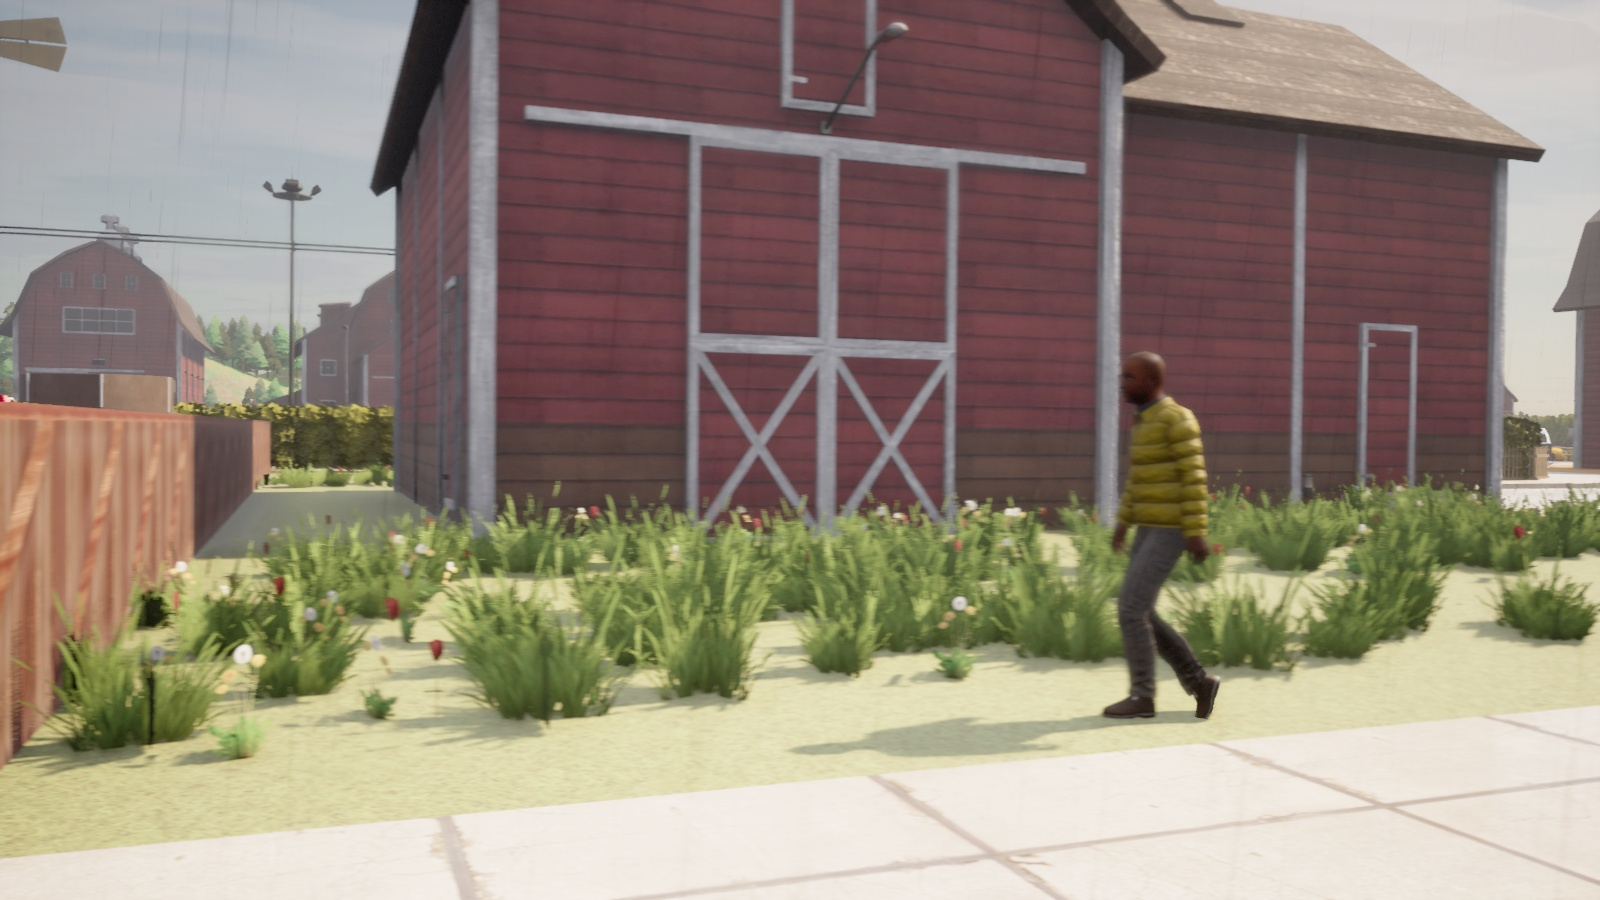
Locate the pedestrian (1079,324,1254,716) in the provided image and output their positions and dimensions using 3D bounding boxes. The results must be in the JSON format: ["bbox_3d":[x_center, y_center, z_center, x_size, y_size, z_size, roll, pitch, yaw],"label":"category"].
[{"bbox_3d":[1.767,0.329,6.089,0.726,1.835,0.370,-1,1,-1],"label":"pedestrian"}]

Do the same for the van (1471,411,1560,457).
[{"bbox_3d":[33.262,-0.746,58.543,2.069,2.038,4.480,0,1,7],"label":"van"}]
